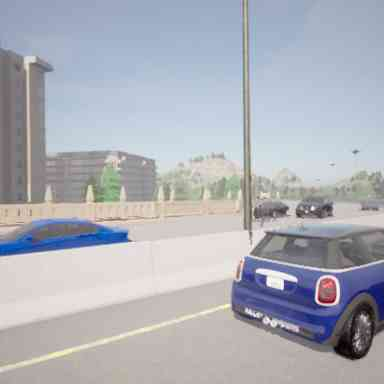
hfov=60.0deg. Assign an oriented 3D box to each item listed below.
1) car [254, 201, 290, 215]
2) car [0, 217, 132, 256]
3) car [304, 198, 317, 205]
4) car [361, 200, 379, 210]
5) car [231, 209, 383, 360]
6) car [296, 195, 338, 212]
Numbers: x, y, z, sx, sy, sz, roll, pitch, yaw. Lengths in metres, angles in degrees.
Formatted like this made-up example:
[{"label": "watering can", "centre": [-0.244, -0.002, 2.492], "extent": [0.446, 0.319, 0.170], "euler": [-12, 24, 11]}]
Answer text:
[{"label": "car", "centre": [7.595, 1.609, 31.324], "extent": [1.882, 1.535, 5.008], "euler": [0, 0, 37]}, {"label": "car", "centre": [-4.224, 1.525, 9.764], "extent": [5.008, 1.535, 1.882], "euler": [0, 0, -38]}, {"label": "car", "centre": [24.287, 1.879, 68.250], "extent": [1.994, 1.385, 4.181], "euler": [-1, 0, 14]}, {"label": "car", "centre": [22.671, 1.682, 42.349], "extent": [2.033, 1.411, 5.357], "euler": [-1, 0, 27]}, {"label": "car", "centre": [2.892, 1.366, 6.259], "extent": [4.553, 1.767, 2.097], "euler": [0, 0, -39]}, {"label": "car", "centre": [11.367, 1.332, 30.491], "extent": [2.150, 2.045, 5.566], "euler": [0, 0, 36]}]
